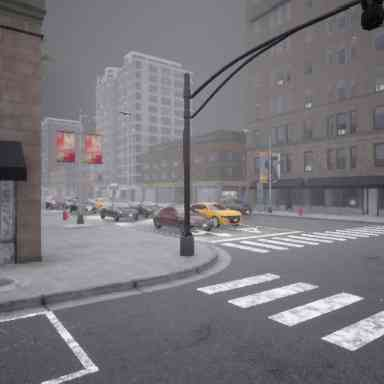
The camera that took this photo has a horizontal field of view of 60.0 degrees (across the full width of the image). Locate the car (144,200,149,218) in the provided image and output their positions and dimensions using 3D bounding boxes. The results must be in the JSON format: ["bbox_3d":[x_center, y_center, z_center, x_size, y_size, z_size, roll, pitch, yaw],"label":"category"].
[{"bbox_3d":[-4.199,1.485,30.051,1.812,1.442,4.674,0,0,-36],"label":"car"}]

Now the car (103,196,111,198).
[{"bbox_3d":[-10.136,1.421,38.272,1.882,1.535,5.008,0,0,-36],"label":"car"}]

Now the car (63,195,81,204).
[{"bbox_3d":[-21.711,1.407,60.187,1.837,1.490,4.892,0,0,-36],"label":"car"}]

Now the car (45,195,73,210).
[{"bbox_3d":[-17.429,1.288,42.874,2.097,1.767,4.553,0,0,-35],"label":"car"}]

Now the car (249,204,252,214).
[{"bbox_3d":[3.433,1.462,30.902,1.837,1.490,4.892,0,0,-36],"label":"car"}]

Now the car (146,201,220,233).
[{"bbox_3d":[-0.667,1.505,19.601,1.812,1.442,4.674,0,0,-35],"label":"car"}]

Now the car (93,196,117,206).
[{"bbox_3d":[-14.705,1.457,56.026,2.033,1.411,5.357,0,0,-36],"label":"car"}]

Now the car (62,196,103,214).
[{"bbox_3d":[-11.433,1.443,34.509,2.128,1.511,4.902,0,0,-36],"label":"car"}]

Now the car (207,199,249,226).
[{"bbox_3d":[1.244,1.451,22.488,1.882,1.535,5.008,0,0,-35],"label":"car"}]

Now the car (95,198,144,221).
[{"bbox_3d":[-5.988,1.491,26.975,1.812,1.442,4.674,0,0,-36],"label":"car"}]
